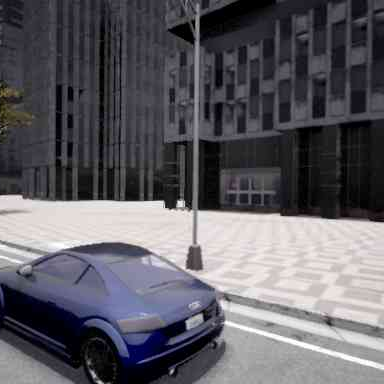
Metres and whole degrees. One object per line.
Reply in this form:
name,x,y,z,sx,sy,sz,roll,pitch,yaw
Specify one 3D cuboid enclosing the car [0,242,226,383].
car,-1.566,1.509,5.226,4.181,1.385,1.994,1,1,37
